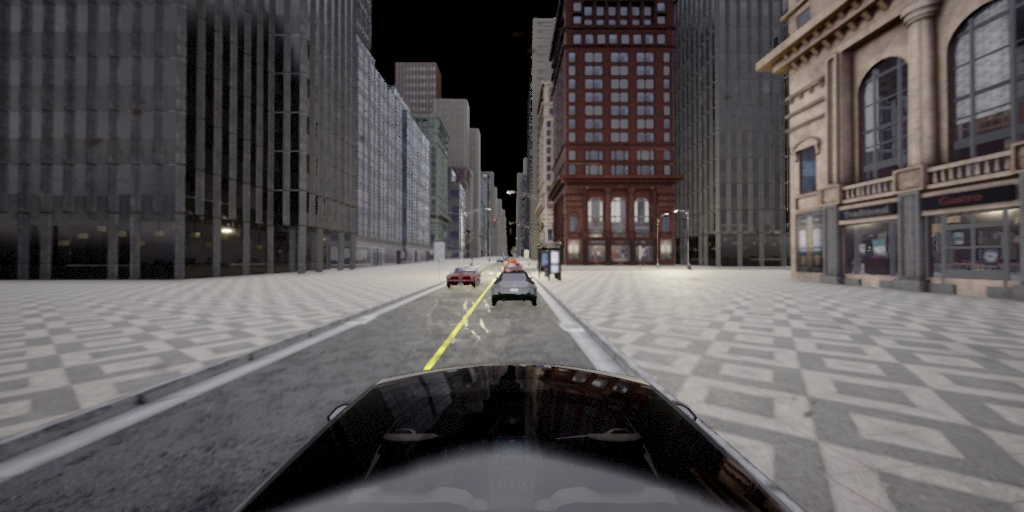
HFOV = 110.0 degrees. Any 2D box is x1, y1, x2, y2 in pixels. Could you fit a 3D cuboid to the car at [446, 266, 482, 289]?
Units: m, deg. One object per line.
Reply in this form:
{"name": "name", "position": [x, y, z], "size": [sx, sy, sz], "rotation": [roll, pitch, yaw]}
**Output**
{"name": "car", "position": [-3.103, 1.366, 23.745], "size": [1.895, 1.301, 4.718], "rotation": [0, 0, 0]}

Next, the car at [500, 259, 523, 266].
{"name": "car", "position": [0.084, 1.285, 33.913], "size": [1.812, 1.442, 4.674], "rotation": [0, 0, 0]}

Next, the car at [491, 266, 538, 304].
{"name": "car", "position": [0.091, 1.328, 16.350], "size": [1.994, 1.385, 4.181], "rotation": [0, 0, 0]}
